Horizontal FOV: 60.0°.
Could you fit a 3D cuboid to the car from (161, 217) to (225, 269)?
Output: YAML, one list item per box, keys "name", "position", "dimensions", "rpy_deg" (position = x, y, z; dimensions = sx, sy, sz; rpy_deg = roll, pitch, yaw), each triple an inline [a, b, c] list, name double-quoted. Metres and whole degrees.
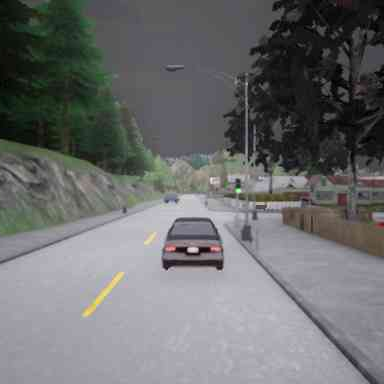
- name: "car"
  position: [0.046, 1.548, 11.136]
  dimensions: [2.033, 1.411, 5.357]
  rpy_deg: [0, 0, 1]

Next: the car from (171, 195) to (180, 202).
- name: "car"
  position: [-3.985, 1.478, 80.392]
  dimensions: [1.882, 1.535, 5.008]
  rpy_deg: [0, 0, 0]

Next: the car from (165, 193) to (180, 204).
- name: "car"
  position: [-4.002, 1.224, 64.862]
  dimensions: [2.150, 2.045, 5.566]
  rpy_deg: [0, 0, 0]

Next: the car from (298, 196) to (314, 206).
- name: "car"
  position: [15.795, 1.302, 47.306]
  dimensions: [1.994, 1.381, 4.181]
  rpy_deg: [0, 0, 0]
